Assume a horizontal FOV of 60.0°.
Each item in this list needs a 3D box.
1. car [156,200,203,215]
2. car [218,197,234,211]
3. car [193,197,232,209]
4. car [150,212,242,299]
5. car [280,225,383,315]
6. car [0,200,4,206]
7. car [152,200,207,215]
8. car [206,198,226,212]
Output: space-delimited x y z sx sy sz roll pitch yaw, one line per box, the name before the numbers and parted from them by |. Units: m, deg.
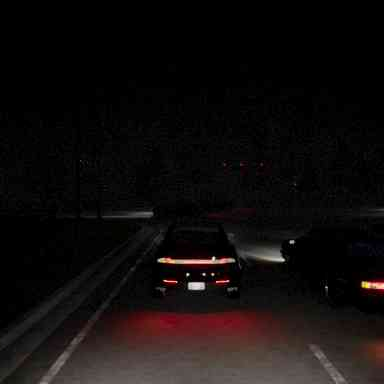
car | -1.219 1.526 33.887 4.674 1.442 1.812 0 0 1
car | 2.637 1.477 40.851 5.008 1.535 1.882 0 0 1
car | 2.668 1.477 44.352 5.008 1.535 1.882 0 0 1
car | 0.099 1.492 8.457 2.128 1.511 4.902 0 0 0
car | 3.597 1.547 7.831 2.033 1.411 5.357 0 0 0
car | -27.907 1.491 44.550 4.902 1.511 2.128 0 0 2
car | -1.249 1.601 30.387 4.718 1.301 1.895 0 0 1
car | 1.044 1.601 37.366 4.718 1.301 1.895 0 0 1
